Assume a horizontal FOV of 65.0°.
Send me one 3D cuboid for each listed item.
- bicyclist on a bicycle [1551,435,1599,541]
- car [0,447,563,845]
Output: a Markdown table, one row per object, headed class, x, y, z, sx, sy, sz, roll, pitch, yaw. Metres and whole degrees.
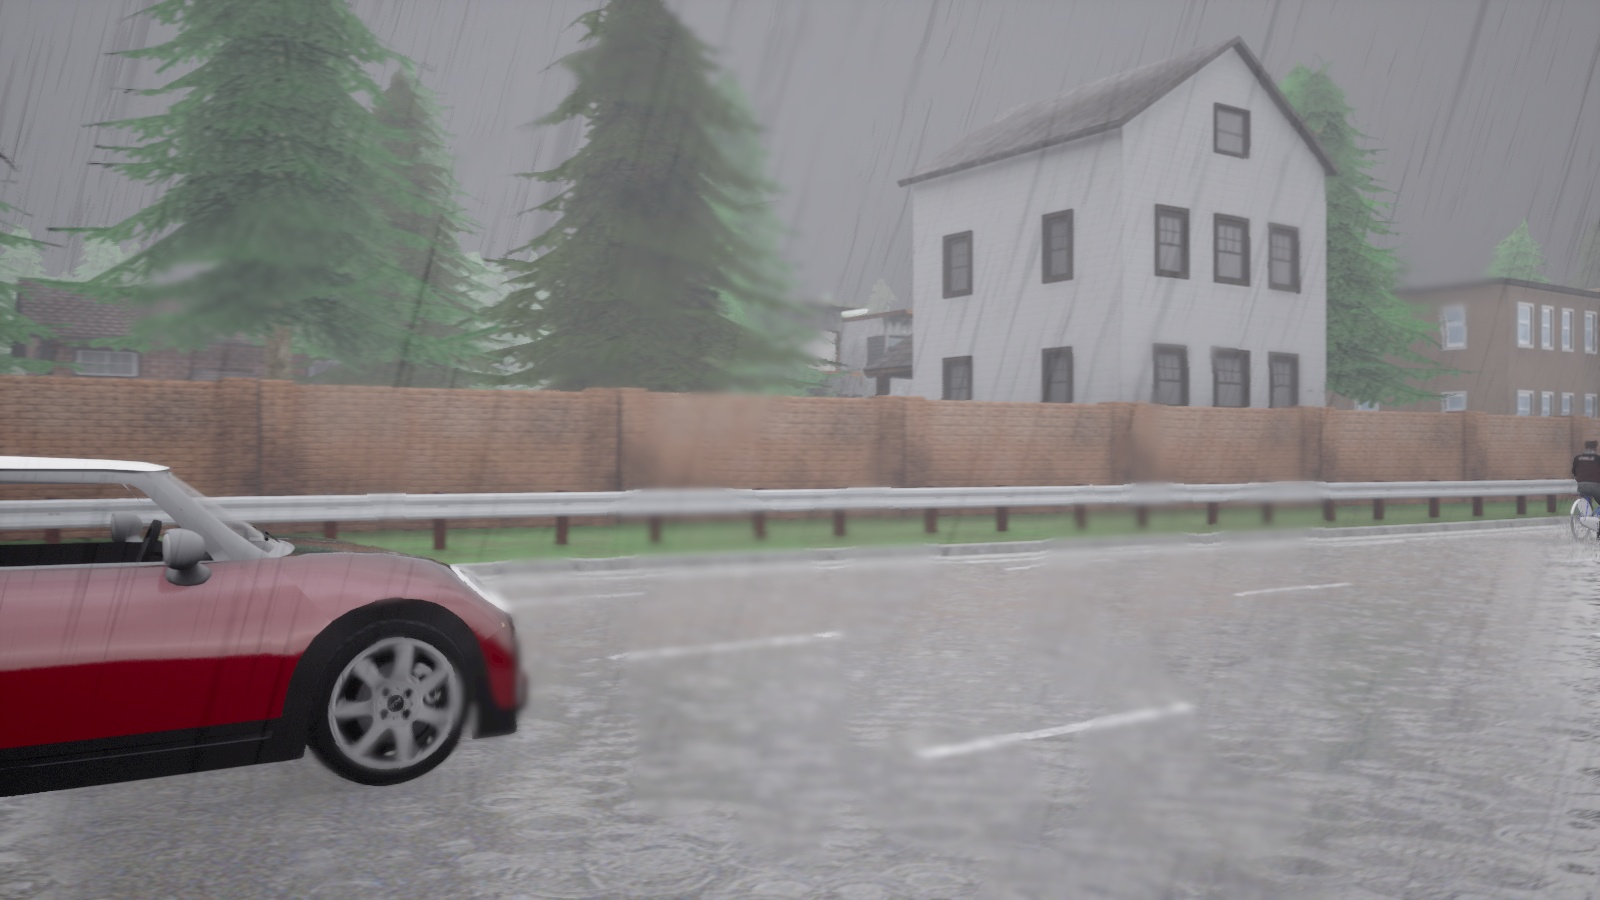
| class | x | y | z | sx | sy | sz | roll | pitch | yaw |
| --- | --- | --- | --- | --- | --- | --- | --- | --- | --- |
| bicyclist on a bicycle | 13.848 | 0.640 | 21.827 | 1.843 | 1.776 | 0.659 | 0 | 0 | -35 |
| car | -3.249 | 0.731 | 5.662 | 3.806 | 1.475 | 1.970 | 0 | 0 | -35 |
